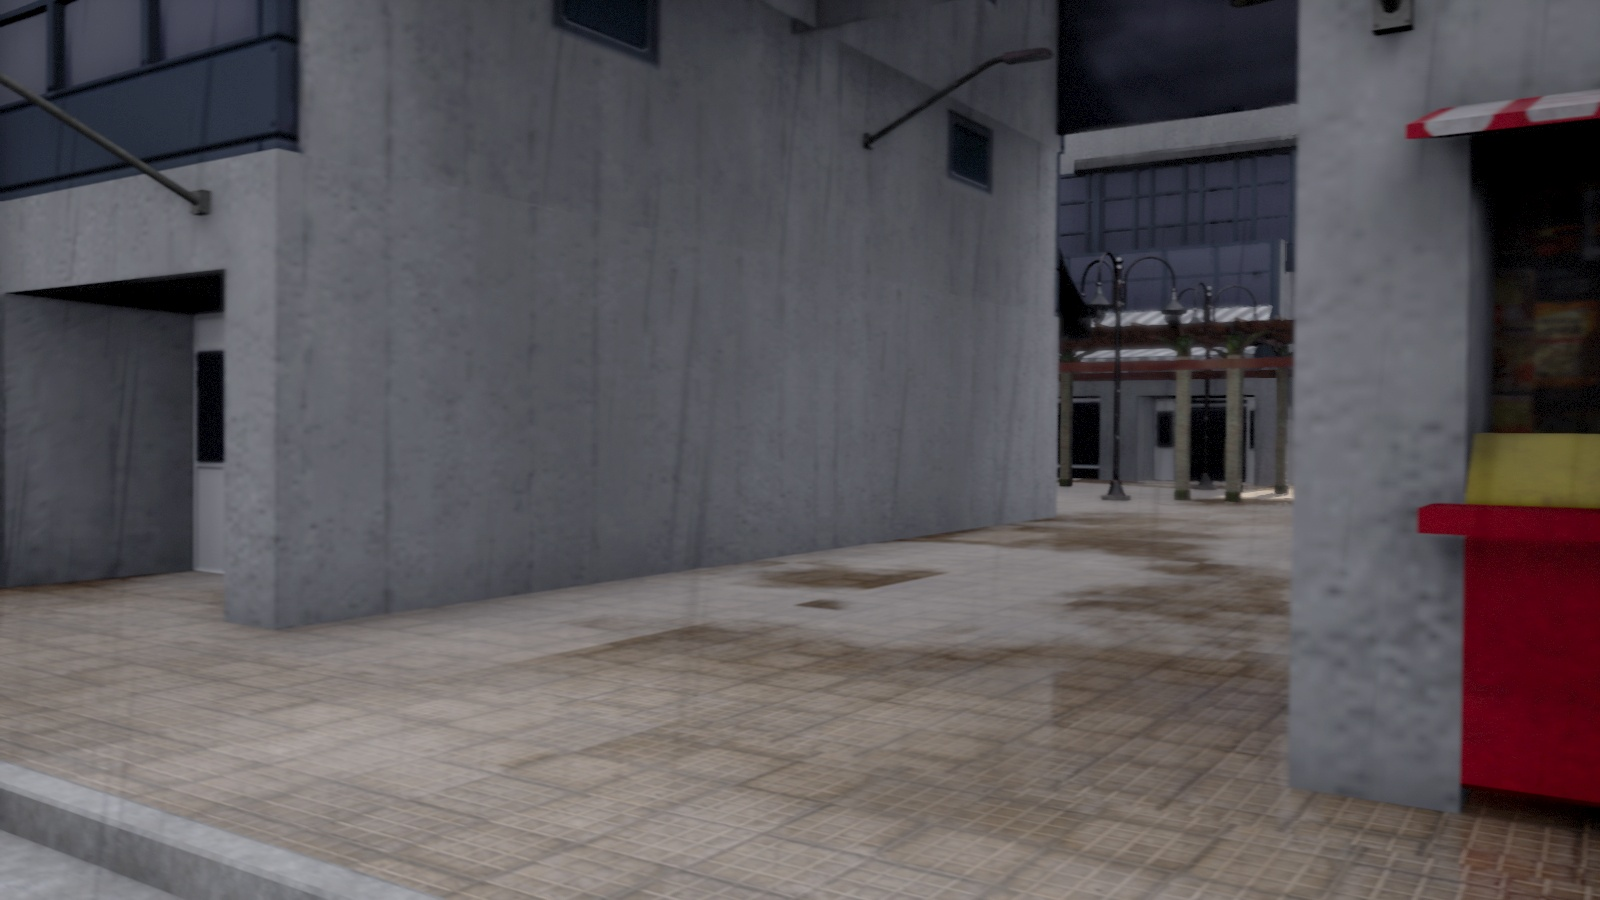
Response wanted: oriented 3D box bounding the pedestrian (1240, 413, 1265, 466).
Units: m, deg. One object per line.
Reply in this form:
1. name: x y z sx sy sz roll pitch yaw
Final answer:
1. pedestrian: 16.666 -0.390 46.212 0.788 1.949 0.423 0 1 33
